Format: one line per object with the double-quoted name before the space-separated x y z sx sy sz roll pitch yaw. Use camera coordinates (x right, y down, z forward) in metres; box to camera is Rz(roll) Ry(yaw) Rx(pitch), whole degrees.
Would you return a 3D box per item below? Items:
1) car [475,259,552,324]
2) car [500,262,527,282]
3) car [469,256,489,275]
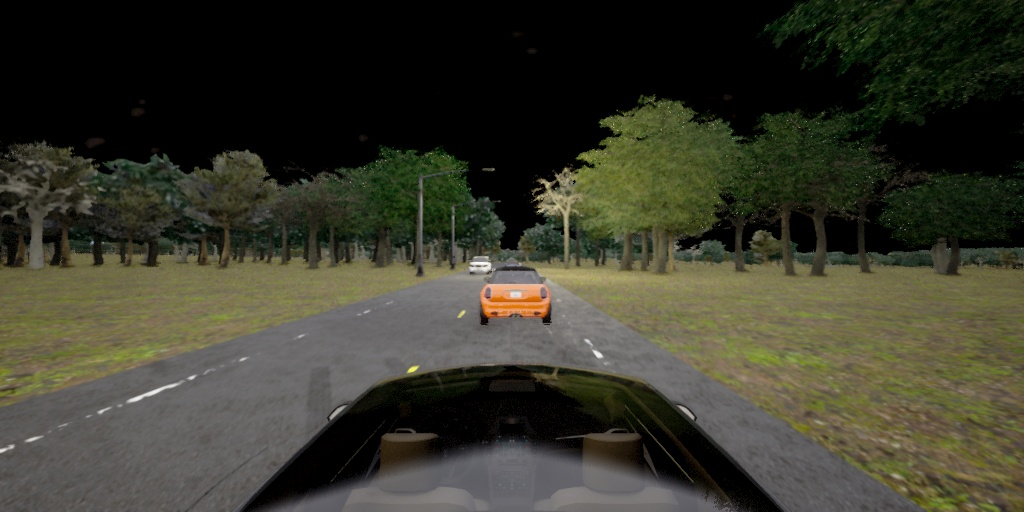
"car" 0.108 1.115 12.194 2.097 1.767 4.553 0 0 0
"car" 0.121 1.295 30.313 2.128 1.511 4.902 0 0 0
"car" -3.505 1.056 40.396 2.150 2.045 5.566 0 0 1
